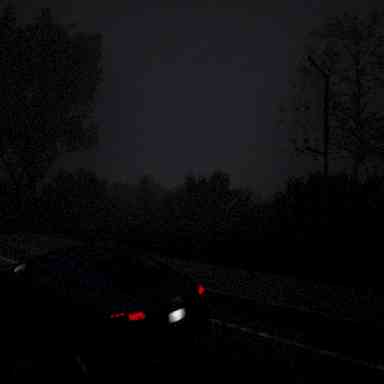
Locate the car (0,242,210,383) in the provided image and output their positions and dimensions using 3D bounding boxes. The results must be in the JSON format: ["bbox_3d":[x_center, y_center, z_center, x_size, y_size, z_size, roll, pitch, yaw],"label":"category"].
[{"bbox_3d":[-1.783,1.551,5.506,4.181,1.385,1.994,0,0,37],"label":"car"}]
